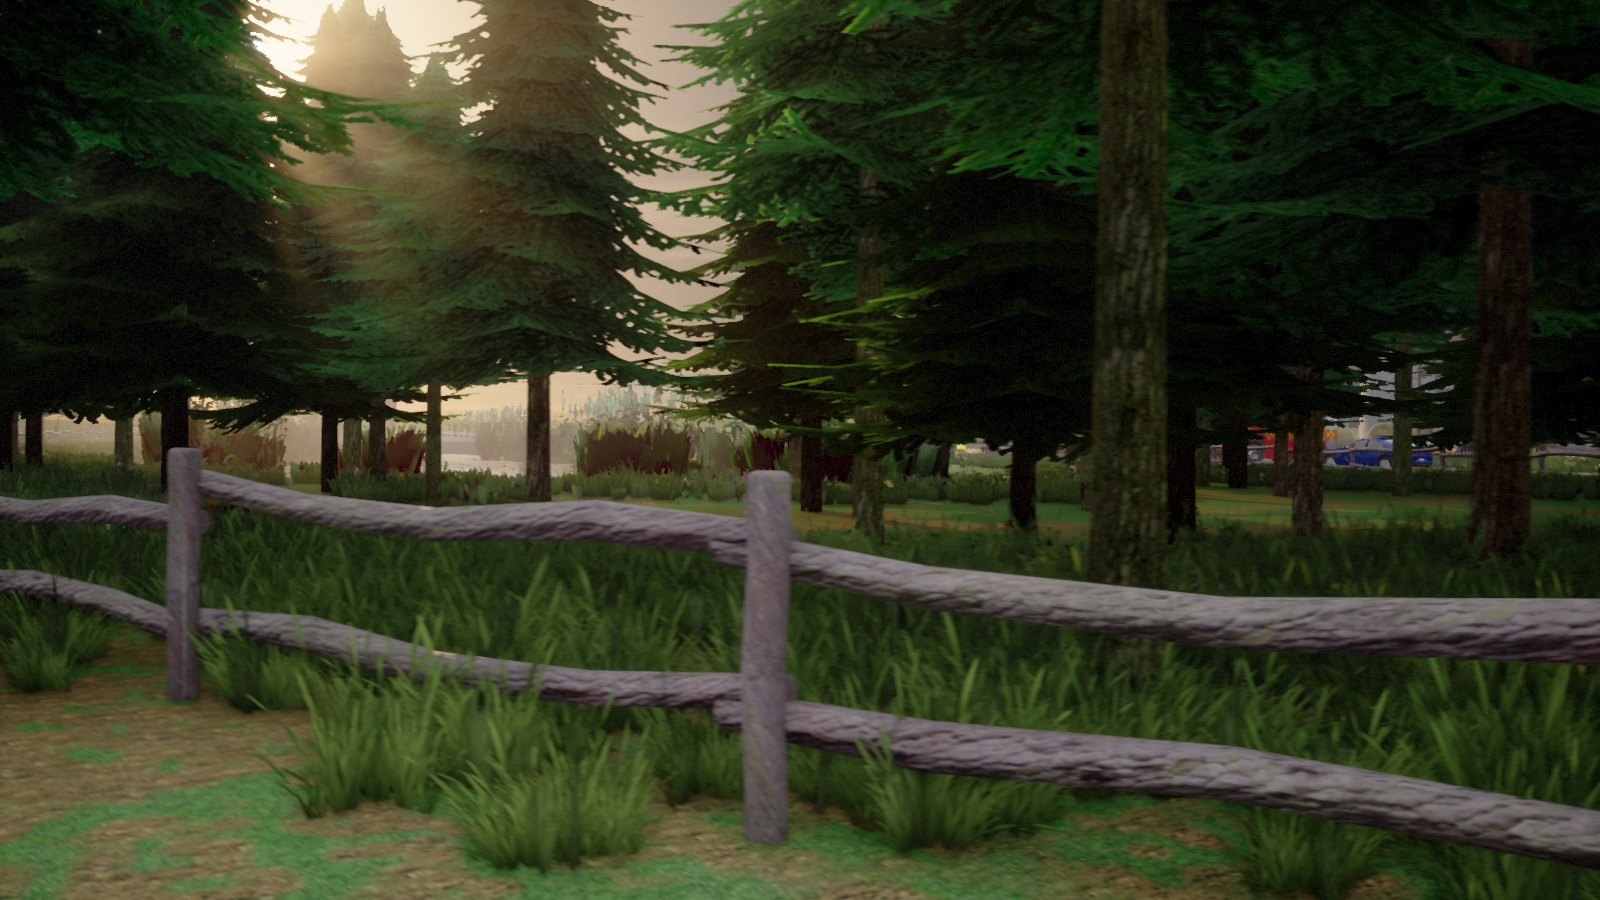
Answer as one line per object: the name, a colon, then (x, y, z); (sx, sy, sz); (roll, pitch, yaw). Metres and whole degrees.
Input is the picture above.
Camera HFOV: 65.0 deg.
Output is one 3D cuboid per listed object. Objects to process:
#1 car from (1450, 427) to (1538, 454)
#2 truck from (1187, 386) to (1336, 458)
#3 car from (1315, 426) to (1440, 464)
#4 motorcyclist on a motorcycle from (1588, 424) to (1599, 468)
car: (40.233, -0.558, 72.766); (4.892, 1.490, 1.837); (-1, 1, -23)
truck: (25.621, -1.562, 69.580); (8.468, 3.827, 2.891); (-1, 1, -29)
car: (24.712, -0.241, 53.984); (1.882, 1.535, 5.008); (-1, 1, -21)
motorcyclist on a motorcycle: (28.649, -0.136, 43.673); (0.797, 1.523, 2.044); (-1, 1, -22)
